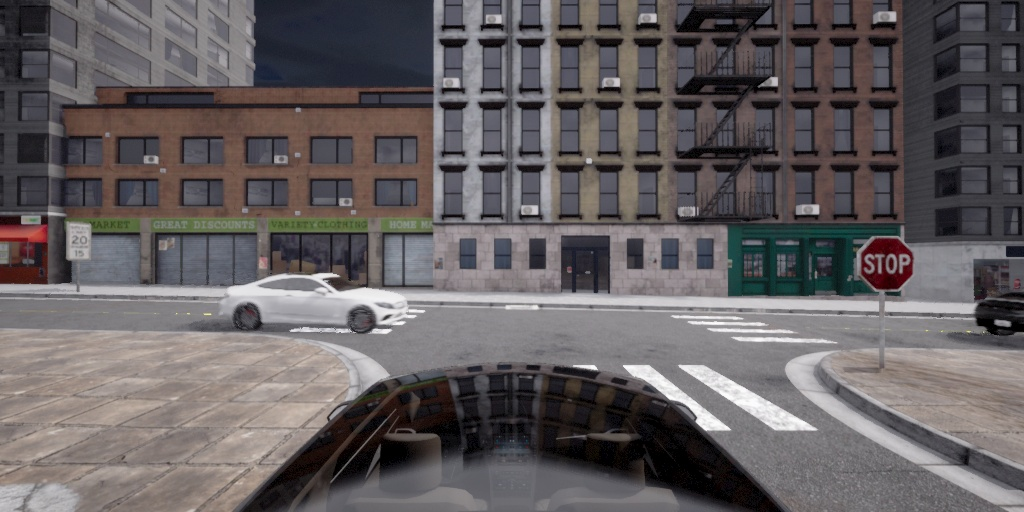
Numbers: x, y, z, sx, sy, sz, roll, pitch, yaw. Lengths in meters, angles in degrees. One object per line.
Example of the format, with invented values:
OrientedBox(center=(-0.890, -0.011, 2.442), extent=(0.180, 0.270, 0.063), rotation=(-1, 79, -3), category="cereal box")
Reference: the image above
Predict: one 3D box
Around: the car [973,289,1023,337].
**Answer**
OrientedBox(center=(15.640, 1.626, 9.651), extent=(4.892, 1.490, 1.837), rotation=(1, 0, 0), category="car")

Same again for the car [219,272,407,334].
OrientedBox(center=(-5.260, 1.185, 9.754), extent=(4.674, 1.442, 1.812), rotation=(1, 0, 0), category="car")
